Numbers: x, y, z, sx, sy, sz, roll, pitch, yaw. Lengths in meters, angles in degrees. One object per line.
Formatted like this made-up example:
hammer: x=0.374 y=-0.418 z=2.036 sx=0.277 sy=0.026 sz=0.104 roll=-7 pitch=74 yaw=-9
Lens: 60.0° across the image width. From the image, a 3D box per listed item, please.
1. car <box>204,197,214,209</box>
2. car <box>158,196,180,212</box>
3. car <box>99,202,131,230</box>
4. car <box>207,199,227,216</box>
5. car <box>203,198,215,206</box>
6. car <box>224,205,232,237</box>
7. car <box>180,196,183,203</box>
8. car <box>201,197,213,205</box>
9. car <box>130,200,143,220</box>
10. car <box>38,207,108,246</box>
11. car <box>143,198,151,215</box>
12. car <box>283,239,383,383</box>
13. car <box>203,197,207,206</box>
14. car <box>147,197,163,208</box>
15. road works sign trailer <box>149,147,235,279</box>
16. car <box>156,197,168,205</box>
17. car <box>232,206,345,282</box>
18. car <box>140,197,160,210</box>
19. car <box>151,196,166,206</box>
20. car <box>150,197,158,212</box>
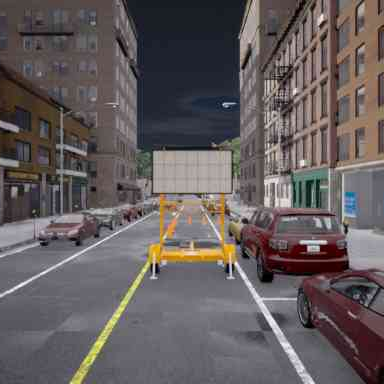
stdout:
car: x=2.667 y=1.582 z=37.216 sx=1.802 sy=1.307 sz=4.206 roll=0 pitch=0 yaw=0
car: x=-2.819 y=1.352 z=38.452 sx=2.097 sy=1.767 sz=4.553 roll=0 pitch=0 yaw=0
car: x=-5.371 y=1.550 z=20.663 sx=2.008 sy=1.369 sz=4.403 roll=0 pitch=0 yaw=0
car: x=2.663 y=1.581 z=31.698 sx=1.802 sy=1.307 sz=4.206 roll=0 pitch=0 yaw=0
car: x=2.680 y=1.593 z=53.771 sx=1.802 sy=1.307 sz=4.206 roll=0 pitch=0 yaw=0
car: x=2.645 y=1.524 z=15.311 sx=1.752 sy=1.417 sz=4.829 roll=0 pitch=0 yaw=0
car: x=-2.701 y=1.524 z=62.984 sx=1.837 sy=1.490 sz=4.892 roll=0 pitch=0 yaw=0
car: x=2.685 y=1.581 z=59.289 sx=1.947 sy=1.339 sz=4.313 roll=0 pitch=0 yaw=0
car: x=-5.367 y=1.543 z=26.182 sx=1.887 sy=1.381 sz=4.507 roll=0 pitch=0 yaw=0
car: x=-5.375 y=1.581 z=15.144 sx=1.802 sy=1.307 sz=4.206 roll=0 pitch=0 yaw=0
car: x=-5.362 y=1.565 z=31.701 sx=1.947 sy=1.339 sz=4.313 roll=0 pitch=0 yaw=0
car: x=2.641 y=1.582 z=4.107 sx=1.802 sy=1.307 sz=4.206 roll=0 pitch=0 yaw=0
car: x=2.671 y=1.528 z=42.905 sx=1.752 sy=1.417 sz=4.829 roll=0 pitch=0 yaw=0
car: x=-5.350 y=1.532 z=48.086 sx=1.752 sy=1.417 sz=4.829 roll=0 pitch=0 yaw=0
road works sign trailer: x=0.008 y=0.464 z=9.995 sx=2.380 sy=3.560 sz=2.880 roll=0 pitch=0 yaw=0
car: x=-5.341 y=1.597 z=59.294 sx=1.802 sy=1.307 sz=4.206 roll=0 pitch=0 yaw=0
car: x=2.645 y=1.314 z=9.625 sx=2.192 sy=1.841 sz=5.009 roll=0 pitch=0 yaw=0
car: x=-5.354 y=1.443 z=42.738 sx=1.967 sy=1.590 sz=4.097 roll=0 pitch=0 yaw=0
car: x=-5.345 y=1.451 z=53.775 sx=1.967 sy=1.590 sz=4.097 roll=0 pitch=0 yaw=0
car: x=-5.358 y=1.551 z=37.219 sx=2.008 sy=1.369 sz=4.403 roll=0 pitch=0 yaw=0
